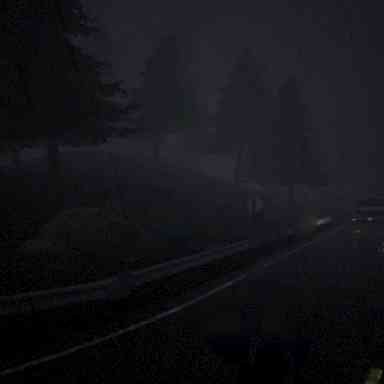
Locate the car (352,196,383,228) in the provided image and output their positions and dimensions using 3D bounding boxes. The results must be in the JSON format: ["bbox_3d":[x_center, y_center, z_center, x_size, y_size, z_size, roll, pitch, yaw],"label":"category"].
[{"bbox_3d":[12.565,1.319,22.922,2.150,2.045,5.566,-1,-1,34],"label":"car"}]
